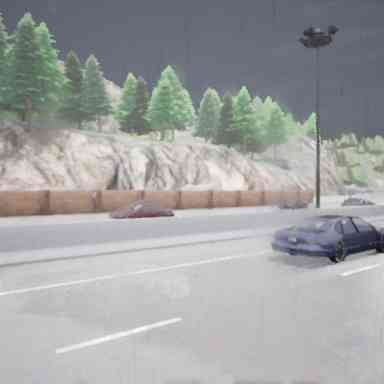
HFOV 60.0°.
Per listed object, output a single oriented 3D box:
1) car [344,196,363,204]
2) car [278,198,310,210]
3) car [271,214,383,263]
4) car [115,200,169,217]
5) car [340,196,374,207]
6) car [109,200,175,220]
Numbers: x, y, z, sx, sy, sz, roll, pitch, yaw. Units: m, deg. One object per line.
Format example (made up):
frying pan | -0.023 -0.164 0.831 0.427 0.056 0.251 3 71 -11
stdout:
car | 29.605 1.462 60.917 1.895 1.301 4.718 0 0 41
car | 12.113 1.459 39.460 4.181 1.385 1.994 0 0 -39
car | 5.139 1.512 11.795 5.357 1.411 2.033 0 0 -36
car | -4.607 1.481 30.955 4.674 1.442 1.812 0 0 -37
car | 17.153 1.382 34.541 4.902 1.511 2.128 0 0 -39
car | -3.399 1.492 23.140 4.674 1.442 1.812 0 0 -36
